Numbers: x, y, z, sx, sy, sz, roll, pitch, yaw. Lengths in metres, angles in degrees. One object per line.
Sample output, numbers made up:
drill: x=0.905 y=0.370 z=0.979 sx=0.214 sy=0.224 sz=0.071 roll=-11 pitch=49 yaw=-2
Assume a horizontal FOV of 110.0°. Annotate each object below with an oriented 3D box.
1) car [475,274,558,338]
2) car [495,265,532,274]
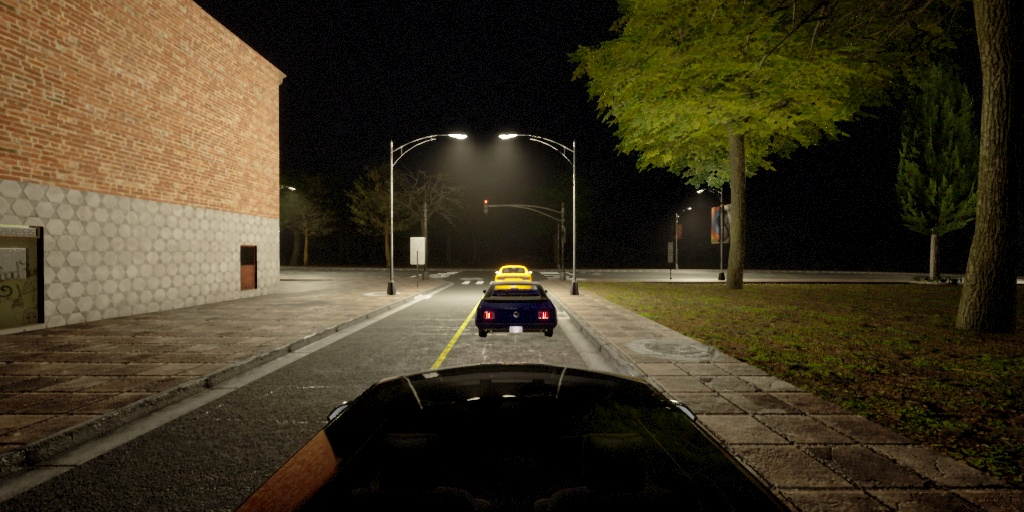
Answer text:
car: x=0.093 y=1.356 z=10.230 sx=1.895 sy=1.301 sz=4.718 roll=0 pitch=0 yaw=0
car: x=0.089 y=1.255 z=19.574 sx=1.882 sy=1.535 sz=5.008 roll=0 pitch=0 yaw=1
